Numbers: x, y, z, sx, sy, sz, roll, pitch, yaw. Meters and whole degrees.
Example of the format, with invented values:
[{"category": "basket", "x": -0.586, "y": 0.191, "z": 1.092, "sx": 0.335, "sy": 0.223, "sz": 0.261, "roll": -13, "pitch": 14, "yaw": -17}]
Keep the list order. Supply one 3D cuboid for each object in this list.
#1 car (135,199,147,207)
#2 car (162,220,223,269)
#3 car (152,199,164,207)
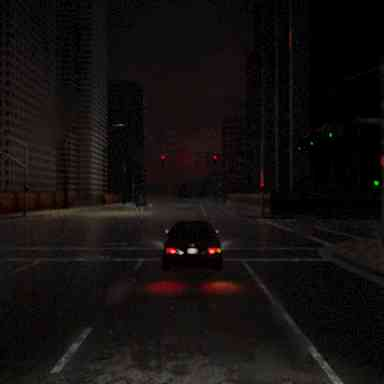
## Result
[{"category": "car", "x": -10.272, "y": 2.257, "z": 66.815, "sx": 2.128, "sy": 1.511, "sz": 4.902, "roll": 0, "pitch": -1, "yaw": 1}, {"category": "car", "x": 0.001, "y": 1.677, "z": 11.536, "sx": 2.033, "sy": 1.411, "sz": 5.357, "roll": 0, "pitch": -1, "yaw": 0}, {"category": "car", "x": -6.775, "y": 2.242, "z": 66.769, "sx": 1.837, "sy": 1.490, "sz": 4.892, "roll": 0, "pitch": -1, "yaw": 1}]
